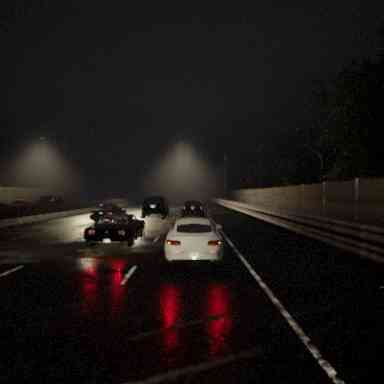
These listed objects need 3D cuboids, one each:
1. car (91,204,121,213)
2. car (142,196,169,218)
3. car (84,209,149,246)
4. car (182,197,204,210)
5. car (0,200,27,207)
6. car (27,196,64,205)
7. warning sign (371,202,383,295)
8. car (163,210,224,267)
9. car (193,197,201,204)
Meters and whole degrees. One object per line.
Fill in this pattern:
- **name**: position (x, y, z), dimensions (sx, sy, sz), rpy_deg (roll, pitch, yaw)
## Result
- **car**: position (-6.927, 1.704, 27.715), dimensions (2.033, 1.411, 5.357), rpy_deg (0, 0, 0)
- **car**: position (-3.420, 1.404, 31.707), dimensions (2.150, 2.045, 5.566), rpy_deg (0, 0, 0)
- **car**: position (-3.415, 1.685, 15.624), dimensions (1.895, 1.301, 4.718), rpy_deg (0, 0, 0)
- **car**: position (0.078, 1.539, 32.531), dimensions (2.097, 1.767, 4.553), rpy_deg (0, 0, 0)
- **car**: position (-21.104, 1.764, 40.413), dimensions (1.812, 1.442, 4.674), rpy_deg (0, 0, 0)
- **car**: position (-17.609, 1.462, 40.917), dimensions (2.150, 2.045, 5.566), rpy_deg (0, 0, 0)
- **warning sign**: position (4.546, 1.150, 6.715), dimensions (1.300, 1.860, 1.060), rpy_deg (0, 0, 0)
- **car**: position (0.072, 1.587, 11.586), dimensions (1.812, 1.442, 4.674), rpy_deg (0, 0, 0)
- **car**: position (1.190, 1.945, 76.900), dimensions (1.801, 1.575, 5.366), rpy_deg (0, 0, 0)
